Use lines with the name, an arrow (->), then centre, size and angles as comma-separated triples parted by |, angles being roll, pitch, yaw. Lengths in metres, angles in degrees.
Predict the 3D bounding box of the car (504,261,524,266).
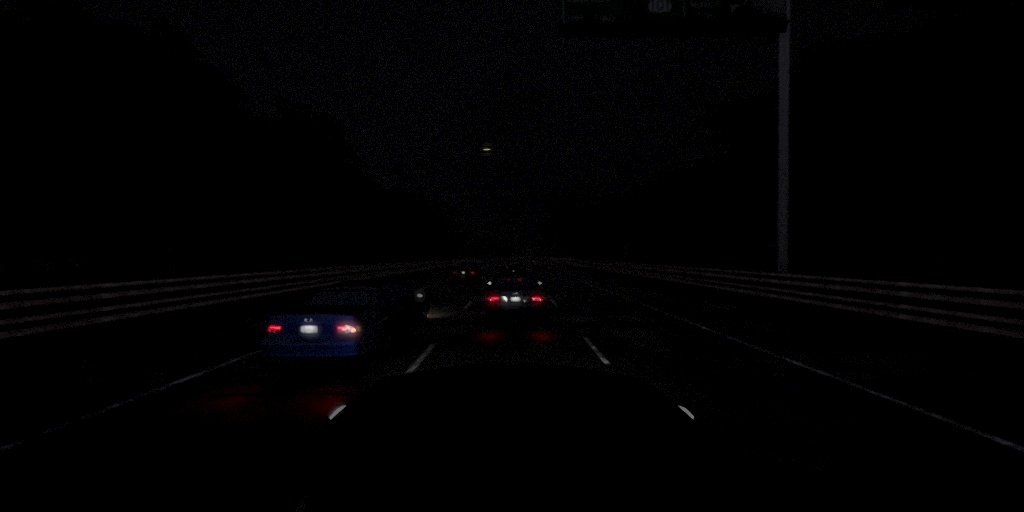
car -> 0.188, 1.187, 35.286 | 1.812, 1.442, 4.674 | 0, 0, 1

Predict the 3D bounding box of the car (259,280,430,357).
car -> -3.400, 1.268, 8.522 | 2.033, 1.411, 5.357 | 0, 0, 0

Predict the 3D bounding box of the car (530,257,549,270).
car -> 3.845, 1.205, 49.965 | 1.994, 1.385, 4.181 | 0, 0, 2

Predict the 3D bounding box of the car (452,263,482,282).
car -> -3.379, 1.217, 27.541 | 2.033, 1.411, 5.357 | 0, 0, 0

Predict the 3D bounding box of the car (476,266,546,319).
car -> 0.101, 1.253, 12.591 | 2.033, 1.411, 5.357 | 0, 0, 0
